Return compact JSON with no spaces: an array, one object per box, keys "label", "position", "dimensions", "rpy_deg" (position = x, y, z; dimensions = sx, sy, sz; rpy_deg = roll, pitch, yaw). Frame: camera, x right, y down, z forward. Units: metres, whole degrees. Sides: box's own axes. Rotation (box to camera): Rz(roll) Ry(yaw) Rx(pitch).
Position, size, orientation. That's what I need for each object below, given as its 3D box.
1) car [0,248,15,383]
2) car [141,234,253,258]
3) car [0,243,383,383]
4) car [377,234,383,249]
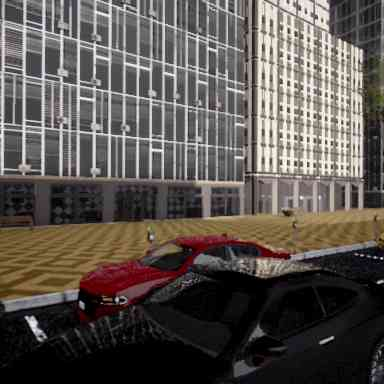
[{"label":"car","position":[-4.434,1.543,3.402],"dimensions":[4.403,1.369,2.008],"rpy_deg":[0,0,-35]},{"label":"car","position":[0.080,1.566,6.601],"dimensions":[4.507,1.381,1.887],"rpy_deg":[0,0,-35]},{"label":"car","position":[0.521,1.539,3.616],"dimensions":[4.674,1.442,1.812],"rpy_deg":[0,0,-35]},{"label":"car","position":[8.969,1.605,12.900],"dimensions":[4.829,1.417,1.752],"rpy_deg":[0,0,-35]}]
